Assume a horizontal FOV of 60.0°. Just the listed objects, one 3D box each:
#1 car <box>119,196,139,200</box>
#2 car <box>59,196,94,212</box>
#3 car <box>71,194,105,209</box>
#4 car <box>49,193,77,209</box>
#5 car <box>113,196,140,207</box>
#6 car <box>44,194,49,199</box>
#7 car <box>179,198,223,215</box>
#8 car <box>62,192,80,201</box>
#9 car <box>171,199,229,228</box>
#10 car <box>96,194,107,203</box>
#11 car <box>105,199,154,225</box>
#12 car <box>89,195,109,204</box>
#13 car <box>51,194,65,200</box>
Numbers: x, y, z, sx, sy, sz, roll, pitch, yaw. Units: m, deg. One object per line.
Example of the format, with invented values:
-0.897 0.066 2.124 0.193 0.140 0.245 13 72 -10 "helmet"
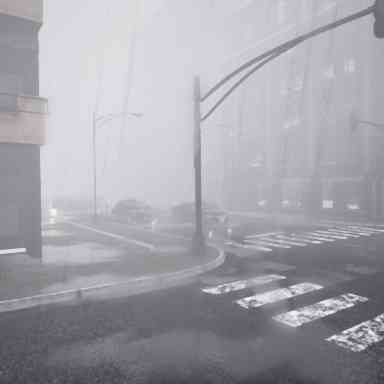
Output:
-5.468 1.374 30.547 1.882 1.535 5.008 -1 1 -35 "car"
-12.659 1.449 36.388 2.008 1.369 4.403 -1 1 -35 "car"
-13.174 1.384 41.708 2.033 1.411 5.357 -1 1 -34 "car"
-15.894 1.313 41.059 1.967 1.590 4.097 -1 1 -35 "car"
-9.104 1.267 45.971 1.752 1.417 4.829 -1 1 -35 "car"
-34.983 1.076 83.346 1.752 1.417 4.829 -1 1 -35 "car"
0.782 1.360 31.879 1.887 1.381 4.507 -1 1 -35 "car"
-25.183 0.936 69.188 2.192 1.841 5.009 -1 1 -35 "car"
0.419 1.434 22.043 2.128 1.511 4.902 -1 1 -35 "car"
-14.156 1.113 48.627 2.097 1.767 4.553 -1 1 -34 "car"
-4.390 1.509 24.221 1.887 1.381 4.507 -1 1 -35 "car"
-15.573 1.217 55.315 1.752 1.417 4.829 -1 1 -35 "car"
-31.652 1.125 78.534 2.008 1.369 4.403 -1 1 -35 "car"
